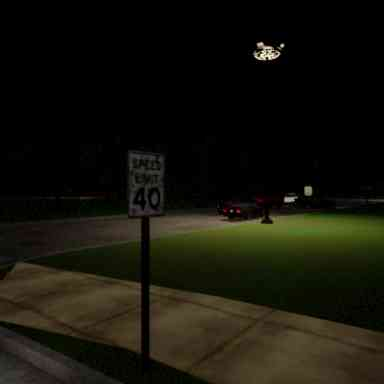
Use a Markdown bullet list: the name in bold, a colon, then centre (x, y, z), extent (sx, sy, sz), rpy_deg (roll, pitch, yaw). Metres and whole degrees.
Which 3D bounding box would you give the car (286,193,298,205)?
- **car**: centre (17.461, 1.219, 56.507), extent (2.150, 2.045, 5.566), rpy_deg (0, 0, 37)

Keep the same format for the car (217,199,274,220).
- **car**: centre (4.595, 1.545, 27.916), extent (2.033, 1.411, 5.357), rpy_deg (0, 0, 37)

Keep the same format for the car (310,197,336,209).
- **car**: centre (18.423, 1.476, 46.117), extent (1.882, 1.535, 5.008), rpy_deg (0, 0, 38)

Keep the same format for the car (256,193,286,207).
- **car**: centre (11.074, 1.219, 48.055), extent (2.150, 2.045, 5.566), rpy_deg (0, 0, 37)

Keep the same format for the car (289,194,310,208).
- **car**: centre (16.740, 1.505, 49.670), extent (1.837, 1.490, 4.892), rpy_deg (0, 0, 38)
